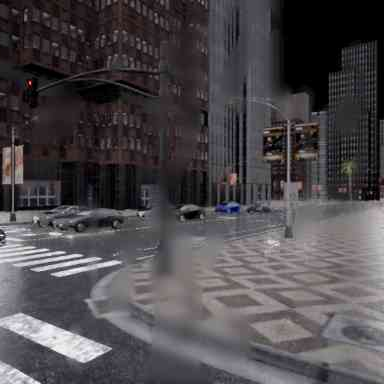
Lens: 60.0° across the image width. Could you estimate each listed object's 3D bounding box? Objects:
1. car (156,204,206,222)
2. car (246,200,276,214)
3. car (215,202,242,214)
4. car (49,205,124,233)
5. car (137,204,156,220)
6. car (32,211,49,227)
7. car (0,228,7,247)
[{"bbox_3d":[-0.653,1.858,30.323,1.882,1.535,5.008,0,-1,35],"label":"car"},{"bbox_3d":[9.066,2.174,44.152,2.033,1.411,5.357,0,-1,35],"label":"car"},{"bbox_3d":[4.829,2.061,43.788,1.882,1.535,5.008,0,0,35],"label":"car"},{"bbox_3d":[-6.550,1.757,21.905,1.812,1.442,4.674,0,-1,35],"label":"car"},{"bbox_3d":[-3.257,1.869,32.272,2.128,1.511,4.902,0,-1,35],"label":"car"},{"bbox_3d":[-8.990,1.724,24.085,2.128,1.511,4.902,0,-1,35],"label":"car"},{"bbox_3d":[-9.707,1.603,12.443,4.892,1.490,1.837,1,1,-37],"label":"car"}]
